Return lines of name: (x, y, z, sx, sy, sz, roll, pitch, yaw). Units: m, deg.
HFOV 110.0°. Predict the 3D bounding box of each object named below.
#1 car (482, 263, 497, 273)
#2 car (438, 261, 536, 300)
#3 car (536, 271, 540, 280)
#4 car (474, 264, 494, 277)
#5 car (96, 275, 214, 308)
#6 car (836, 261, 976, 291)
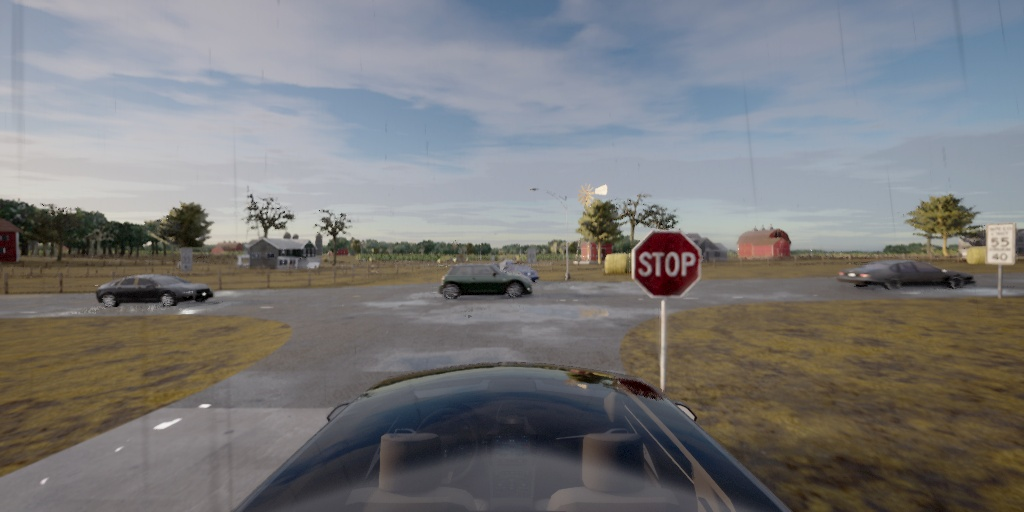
car: (-3.080, 1.638, 50.142, 1.895, 1.301, 4.718, 0, 0, 0)
car: (-1.282, 1.181, 17.929, 4.553, 1.767, 2.097, -1, 0, 0)
car: (0.578, 1.449, 29.550, 2.033, 1.411, 5.357, 0, 0, -17)
car: (-2.992, 1.570, 39.696, 1.895, 1.301, 4.718, 0, 0, -1)
car: (-17.630, 1.702, 17.800, 4.892, 1.490, 1.837, -2, 1, 2)
car: (19.592, 0.940, 18.004, 5.357, 1.411, 2.033, -1, 1, 1)
